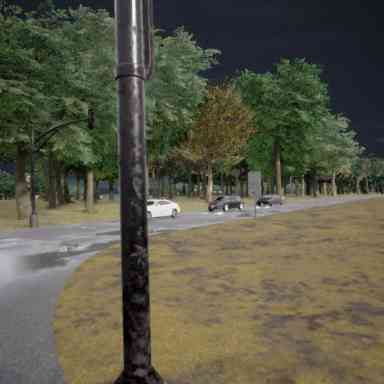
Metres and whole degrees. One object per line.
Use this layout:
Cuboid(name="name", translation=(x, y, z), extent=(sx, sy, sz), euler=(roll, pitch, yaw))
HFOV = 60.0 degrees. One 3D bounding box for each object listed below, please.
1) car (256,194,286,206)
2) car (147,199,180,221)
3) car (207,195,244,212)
Cuboid(name="car", translation=(9.767, 0.969, 40.948), extent=(2.033, 1.411, 5.357), euler=(-3, -1, 37))
Cuboid(name="car", translation=(-2.779, 1.268, 24.469), extent=(1.812, 1.442, 4.674), euler=(-3, -1, 37))
Cuboid(name="car", translation=(3.354, 1.086, 32.537), extent=(1.837, 1.490, 4.892), euler=(-3, -1, 37))
